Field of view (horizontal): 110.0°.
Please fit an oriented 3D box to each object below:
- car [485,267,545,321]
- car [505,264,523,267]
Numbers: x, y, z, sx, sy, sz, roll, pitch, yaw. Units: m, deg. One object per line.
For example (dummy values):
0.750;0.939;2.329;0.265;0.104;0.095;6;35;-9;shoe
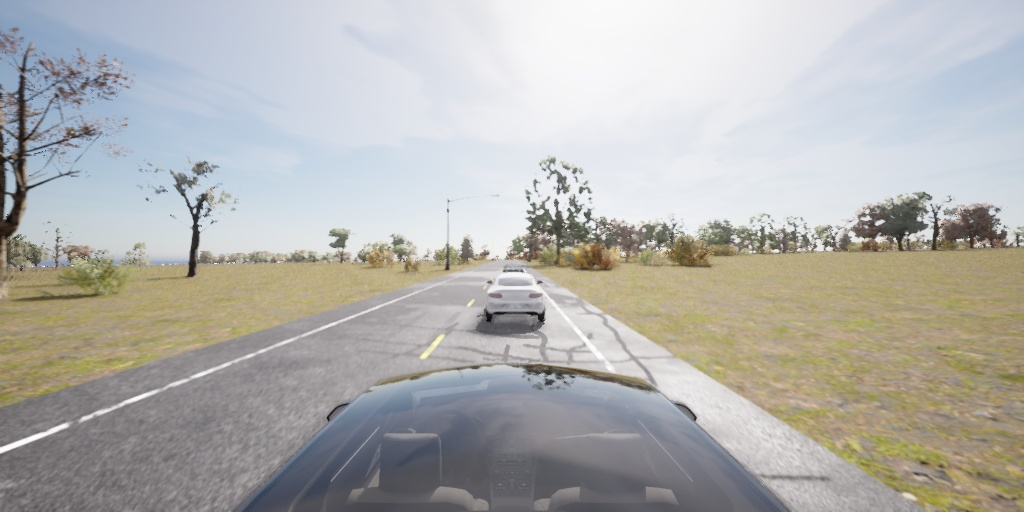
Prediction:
0.102;1.278;12.424;1.812;1.442;4.674;0;0;0;car
0.103;1.359;33.770;1.895;1.301;4.718;0;0;0;car
